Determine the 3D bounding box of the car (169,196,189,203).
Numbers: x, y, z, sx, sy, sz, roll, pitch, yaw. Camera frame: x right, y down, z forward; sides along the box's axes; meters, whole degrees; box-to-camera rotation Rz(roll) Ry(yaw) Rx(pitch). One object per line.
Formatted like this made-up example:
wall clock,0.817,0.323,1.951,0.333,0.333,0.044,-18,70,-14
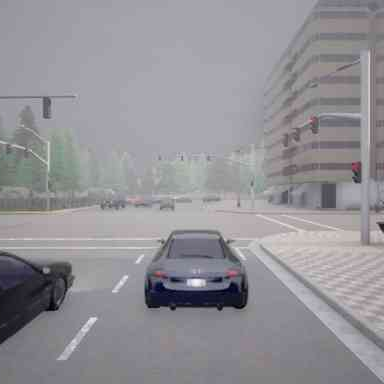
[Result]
car,-2.769,1.524,72.384,1.812,1.442,4.674,0,0,34

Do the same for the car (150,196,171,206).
car,-5.398,1.477,57.911,1.882,1.535,5.008,0,0,15

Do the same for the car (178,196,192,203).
car,-1.718,1.564,67.205,1.994,1.385,4.181,0,0,28

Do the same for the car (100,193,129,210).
car,-10.433,1.221,44.380,2.150,2.045,5.566,0,0,2

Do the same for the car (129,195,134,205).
car,-9.617,1.352,53.814,2.097,1.767,4.553,0,0,8

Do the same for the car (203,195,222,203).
car,4.393,1.355,70.318,2.097,1.767,4.553,0,0,38

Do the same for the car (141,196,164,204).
car,-7.384,1.547,63.245,2.033,1.411,5.357,0,0,21

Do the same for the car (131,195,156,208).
car,-6.859,1.547,48.040,2.033,1.411,5.357,0,0,2

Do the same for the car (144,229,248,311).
car,0.089,1.564,7.856,1.994,1.385,4.181,0,0,0

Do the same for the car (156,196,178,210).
car,-3.222,1.547,44.000,2.033,1.411,5.357,0,0,-1

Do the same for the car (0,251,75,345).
car,-3.428,1.548,4.664,2.033,1.411,5.357,0,0,0
